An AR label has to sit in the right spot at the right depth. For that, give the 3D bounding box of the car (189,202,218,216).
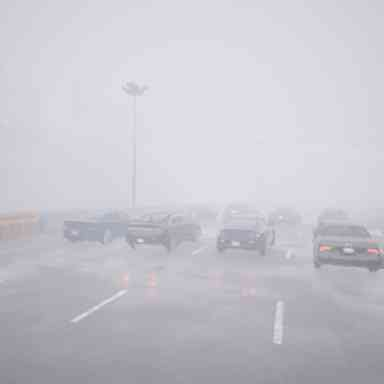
[{"bbox_3d":[0.605,1.836,28.356,2.033,1.411,5.357,0,-1,25],"label":"car"}]

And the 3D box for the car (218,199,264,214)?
[{"bbox_3d":[4.204,1.656,27.719,2.097,1.767,4.553,0,-1,26],"label":"car"}]

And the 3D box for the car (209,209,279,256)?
[{"bbox_3d":[2.375,1.681,14.002,1.812,1.442,4.674,0,0,20],"label":"car"}]

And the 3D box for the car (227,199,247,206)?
[{"bbox_3d":[10.159,2.339,74.753,2.128,1.511,4.902,0,-1,40],"label":"car"}]

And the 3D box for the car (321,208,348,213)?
[{"bbox_3d":[10.622,1.883,24.917,1.994,1.385,4.181,0,-1,26],"label":"car"}]

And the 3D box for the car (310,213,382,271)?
[{"bbox_3d":[5.209,1.698,11.622,2.033,1.411,5.357,0,-1,20],"label":"car"}]

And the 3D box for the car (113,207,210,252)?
[{"bbox_3d":[-1.085,1.634,14.741,2.128,1.511,4.902,0,0,20],"label":"car"}]

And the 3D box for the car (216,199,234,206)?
[{"bbox_3d":[7.712,2.323,77.263,1.837,1.490,4.892,0,-1,40],"label":"car"}]

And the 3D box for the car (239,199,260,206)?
[{"bbox_3d":[12.615,2.344,72.235,2.033,1.411,5.357,0,-1,40],"label":"car"}]

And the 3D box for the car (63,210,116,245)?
[{"bbox_3d":[-4.148,1.616,16.532,1.882,1.535,5.008,0,0,20],"label":"car"}]

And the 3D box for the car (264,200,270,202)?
[{"bbox_3d":[15.051,2.390,69.694,1.895,1.301,4.718,0,-1,40],"label":"car"}]

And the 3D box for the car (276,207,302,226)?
[{"bbox_3d":[7.431,1.876,26.349,1.994,1.385,4.181,0,-1,26],"label":"car"}]
